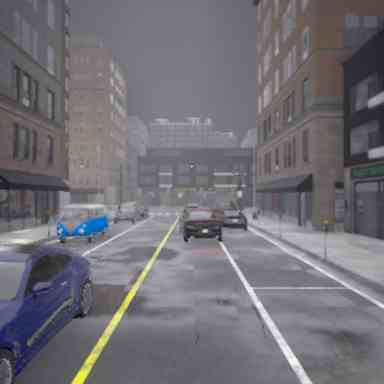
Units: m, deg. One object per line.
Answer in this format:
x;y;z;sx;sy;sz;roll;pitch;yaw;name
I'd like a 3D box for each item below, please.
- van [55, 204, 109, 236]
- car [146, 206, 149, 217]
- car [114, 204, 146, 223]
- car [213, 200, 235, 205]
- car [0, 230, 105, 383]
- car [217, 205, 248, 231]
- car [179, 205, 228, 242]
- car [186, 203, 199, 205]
-5.386;1.521;16.714;1.690;1.788;3.998;0;-1;0;van
-5.384;1.927;33.696;1.947;1.339;4.313;0;-1;0;car
-5.385;1.851;28.035;2.008;1.369;4.403;0;-1;0;car
2.640;1.615;28.036;2.192;1.841;5.009;0;-1;0;car
-2.836;1.579;4.859;1.812;1.442;4.674;0;-1;0;car
2.640;1.806;22.372;1.947;1.339;4.313;0;-1;0;car
0.395;1.668;17.709;1.882;1.535;5.008;0;-1;-5;car
0.085;1.869;34.365;1.837;1.490;4.892;0;-2;0;car
